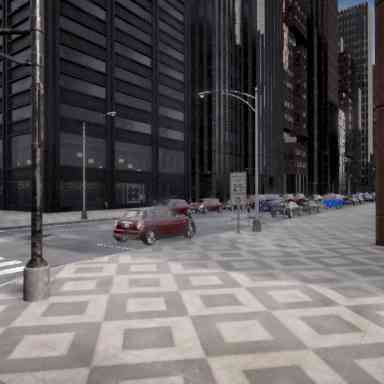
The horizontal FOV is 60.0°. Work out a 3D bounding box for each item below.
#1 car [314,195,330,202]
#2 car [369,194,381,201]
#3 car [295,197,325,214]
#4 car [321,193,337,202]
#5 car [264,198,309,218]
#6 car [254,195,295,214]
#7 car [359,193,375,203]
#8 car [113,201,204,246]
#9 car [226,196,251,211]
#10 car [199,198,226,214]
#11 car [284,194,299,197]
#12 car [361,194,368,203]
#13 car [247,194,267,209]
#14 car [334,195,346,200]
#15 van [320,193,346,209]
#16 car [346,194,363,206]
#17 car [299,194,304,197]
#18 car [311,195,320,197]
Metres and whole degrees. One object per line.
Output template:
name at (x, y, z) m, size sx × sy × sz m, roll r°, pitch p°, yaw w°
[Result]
car at (27.554, 1.406, 70.310) m, size 2.008 × 1.369 × 4.403 m, roll 0°, pitch 0°, yaw 36°
car at (41.034, 1.247, 74.451) m, size 1.967 × 1.590 × 4.097 m, roll 0°, pitch 0°, yaw 36°
car at (11.557, 1.465, 33.469) m, size 1.947 × 1.339 × 4.313 m, roll 0°, pitch 0°, yaw 36°
car at (30.829, 1.162, 74.864) m, size 2.192 × 1.841 × 5.009 m, roll 0°, pitch 0°, yaw 36°
car at (8.282, 1.463, 28.916) m, size 2.008 × 1.369 × 4.403 m, roll 0°, pitch 0°, yaw 36°
car at (8.452, 1.390, 33.718) m, size 1.882 × 1.535 × 5.008 m, roll 0°, pitch 0°, yaw 36°
car at (34.484, 1.369, 65.345) m, size 1.887 × 1.381 × 4.507 m, roll 0°, pitch 0°, yaw 36°
car at (-1.543, 1.393, 15.256) m, size 1.967 × 1.590 × 4.097 m, roll 0°, pitch 0°, yaw 36°
car at (4.626, 1.481, 38.433) m, size 2.008 × 1.369 × 4.403 m, roll 0°, pitch 0°, yaw 36°
car at (1.351, 1.383, 33.879) m, size 1.967 × 1.590 × 4.097 m, roll 0°, pitch 0°, yaw 36°
car at (14.452, 1.210, 52.095) m, size 2.192 × 1.841 × 5.009 m, roll 0°, pitch 0°, yaw 36°
car at (27.933, 1.409, 56.237) m, size 1.947 × 1.339 × 4.313 m, roll 0°, pitch 0°, yaw 36°
car at (7.901, 1.233, 42.987) m, size 2.192 × 1.841 × 5.009 m, roll 0°, pitch 0°, yaw 36°
car at (37.380, 1.396, 83.972) m, size 1.947 × 1.339 × 4.313 m, roll 0°, pitch 0°, yaw 36°
van at (18.107, 1.216, 42.576) m, size 1.690 × 1.788 × 3.998 m, roll 0°, pitch 0°, yaw 36°
car at (24.658, 1.419, 51.683) m, size 1.947 × 1.339 × 4.313 m, roll 0°, pitch 0°, yaw 36°
car at (17.727, 1.199, 56.648) m, size 2.192 × 1.841 × 5.009 m, roll 0°, pitch 0°, yaw 36°
car at (24.278, 1.305, 65.756) m, size 1.967 × 1.590 × 4.097 m, roll 0°, pitch 0°, yaw 36°
